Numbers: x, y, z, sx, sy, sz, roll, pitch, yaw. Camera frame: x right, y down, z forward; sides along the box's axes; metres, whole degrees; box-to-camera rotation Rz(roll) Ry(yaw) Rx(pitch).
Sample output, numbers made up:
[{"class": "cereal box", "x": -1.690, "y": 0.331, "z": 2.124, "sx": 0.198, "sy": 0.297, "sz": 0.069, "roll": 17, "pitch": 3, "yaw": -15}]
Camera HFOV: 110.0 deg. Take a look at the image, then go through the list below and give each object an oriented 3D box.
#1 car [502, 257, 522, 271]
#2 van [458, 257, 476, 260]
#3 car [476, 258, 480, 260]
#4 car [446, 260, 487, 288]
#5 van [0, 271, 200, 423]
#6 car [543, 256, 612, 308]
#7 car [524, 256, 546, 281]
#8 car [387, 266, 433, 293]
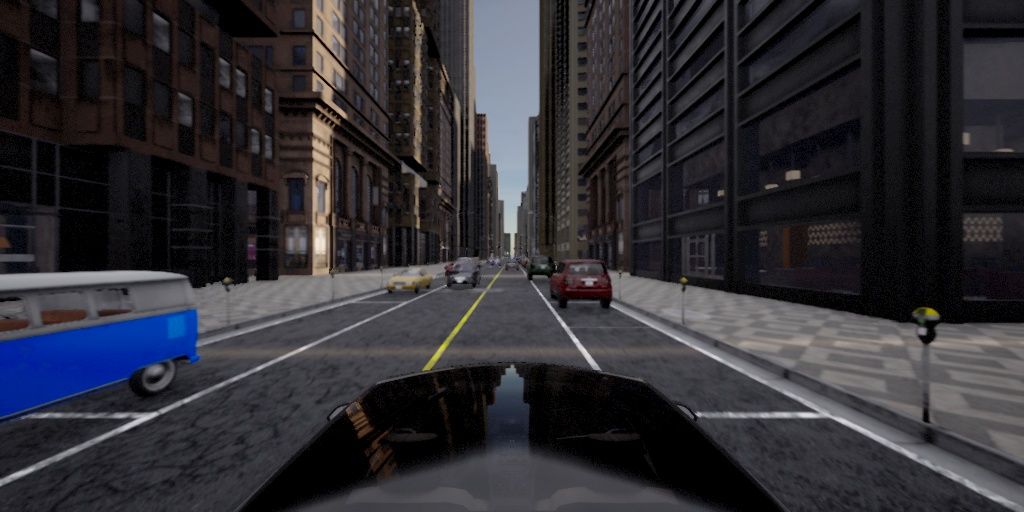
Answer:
[{"class": "car", "x": 0.018, "y": 1.250, "z": 50.610, "sx": 2.128, "sy": 1.511, "sz": 4.902, "roll": 0, "pitch": 0, "yaw": 0}, {"class": "van", "x": -5.757, "y": 1.097, "z": 43.291, "sx": 1.690, "sy": 1.789, "sz": 3.998, "roll": 0, "pitch": 0, "yaw": 0}, {"class": "car", "x": -5.756, "y": 1.308, "z": 48.909, "sx": 2.007, "sy": 1.370, "sz": 4.403, "roll": 0, "pitch": 0, "yaw": 0}, {"class": "car", "x": -3.094, "y": 1.241, "z": 23.732, "sx": 2.128, "sy": 1.511, "sz": 4.902, "roll": 0, "pitch": 0, "yaw": 0}, {"class": "van", "x": -5.763, "y": 1.091, "z": 3.963, "sx": 1.690, "sy": 1.789, "sz": 3.998, "roll": 0, "pitch": 0, "yaw": 0}, {"class": "car", "x": 2.764, "y": 1.063, "z": 15.208, "sx": 2.192, "sy": 1.841, "sz": 5.009, "roll": 0, "pitch": 0, "yaw": 0}, {"class": "car", "x": 2.398, "y": 0.979, "z": 30.461, "sx": 2.150, "sy": 2.045, "sz": 5.566, "roll": 0, "pitch": 0, "yaw": 0}, {"class": "car", "x": -5.760, "y": 1.275, "z": 20.647, "sx": 1.751, "sy": 1.417, "sz": 4.829, "roll": 0, "pitch": 0, "yaw": 0}]
